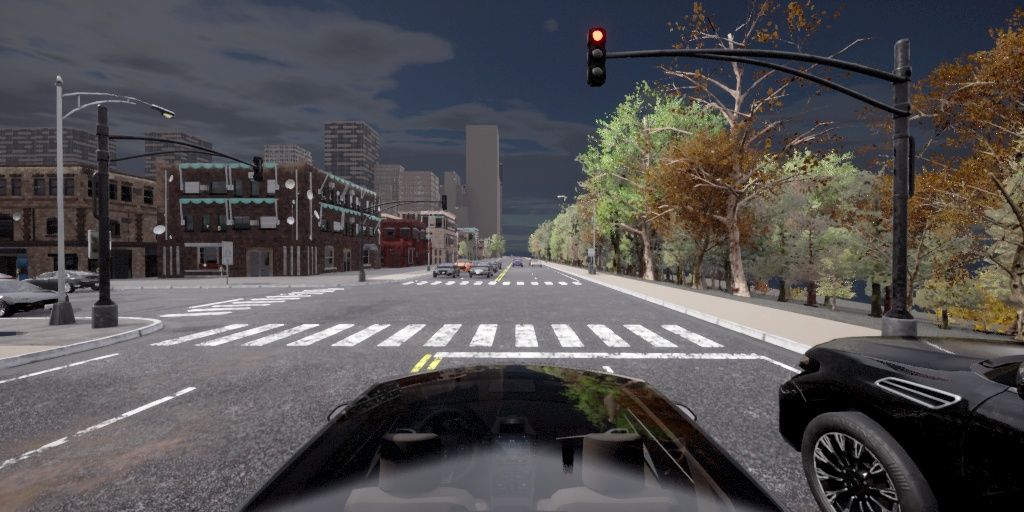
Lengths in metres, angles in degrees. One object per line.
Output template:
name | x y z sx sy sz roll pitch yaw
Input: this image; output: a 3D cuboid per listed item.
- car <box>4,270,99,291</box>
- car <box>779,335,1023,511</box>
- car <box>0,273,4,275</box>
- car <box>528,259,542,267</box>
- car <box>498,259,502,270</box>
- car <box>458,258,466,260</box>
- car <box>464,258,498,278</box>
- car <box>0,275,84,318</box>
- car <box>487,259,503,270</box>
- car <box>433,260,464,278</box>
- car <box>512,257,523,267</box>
car | -27.958 1.560 22.352 4.403 1.370 2.007 0 0 1
car | 3.322 0.972 0.665 2.150 2.045 5.566 0 0 1
car | -33.493 1.654 22.449 4.207 1.307 1.802 0 0 1
car | 4.362 1.327 64.121 1.895 1.301 4.718 0 0 1
car | -2.673 1.227 43.260 2.128 1.511 4.902 0 0 1
car | -5.914 1.088 43.751 2.097 1.767 4.553 0 0 1
car | -2.820 1.232 33.769 2.128 1.511 4.902 0 0 3
car | -19.766 1.565 13.704 4.313 1.339 1.948 0 0 1
car | -2.503 1.223 53.502 2.128 1.511 4.902 0 0 1
car | -6.080 1.304 33.755 1.994 1.385 4.181 0 0 1
car | 1.002 1.252 63.791 1.812 1.442 4.674 0 0 1
